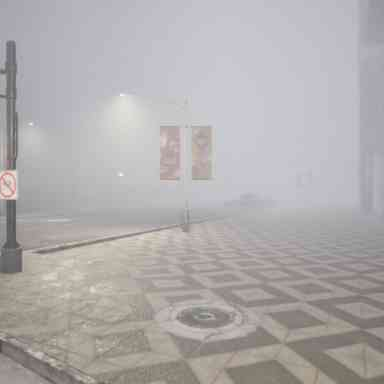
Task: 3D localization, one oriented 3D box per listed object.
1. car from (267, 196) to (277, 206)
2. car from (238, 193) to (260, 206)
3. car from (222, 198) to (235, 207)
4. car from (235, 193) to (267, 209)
[{"bbox_3d":[12.719,1.448,55.159,2.128,1.511,4.902,0,0,26],"label":"car"},{"bbox_3d":[9.811,1.182,56.612,2.150,2.045,5.566,0,0,26],"label":"car"},{"bbox_3d":[6.150,1.569,49.048,1.895,1.301,4.718,0,0,27],"label":"car"},{"bbox_3d":[8.202,1.188,45.830,2.150,2.045,5.566,0,0,26],"label":"car"}]
